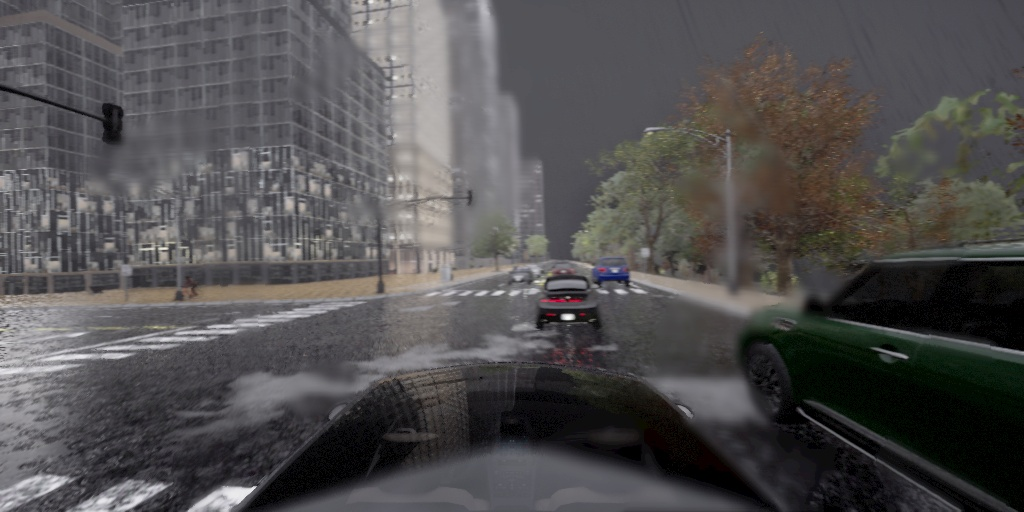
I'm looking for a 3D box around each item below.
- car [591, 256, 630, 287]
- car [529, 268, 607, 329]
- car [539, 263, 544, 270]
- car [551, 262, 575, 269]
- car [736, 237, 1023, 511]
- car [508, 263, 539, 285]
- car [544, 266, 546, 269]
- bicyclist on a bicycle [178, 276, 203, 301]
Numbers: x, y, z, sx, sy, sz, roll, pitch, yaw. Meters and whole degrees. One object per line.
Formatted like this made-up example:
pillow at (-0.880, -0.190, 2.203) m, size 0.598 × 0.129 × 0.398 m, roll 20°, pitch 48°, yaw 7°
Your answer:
car at (6.976, 1.077, 25.673) m, size 2.150 × 2.045 × 5.566 m, roll -2°, pitch -1°, yaw 8°
car at (1.779, 1.348, 11.723) m, size 1.837 × 1.490 × 4.892 m, roll -2°, pitch 0°, yaw 8°
car at (2.156, 1.671, 39.474) m, size 1.812 × 1.442 × 4.674 m, roll -2°, pitch -1°, yaw 8°
car at (4.668, 1.352, 32.697) m, size 2.097 × 1.767 × 4.553 m, roll -2°, pitch -1°, yaw 8°
car at (3.771, 0.882, 2.371) m, size 2.150 × 2.045 × 5.566 m, roll -2°, pitch -1°, yaw 8°
car at (0.812, 1.557, 29.884) m, size 2.128 × 1.511 × 4.902 m, roll -2°, pitch -1°, yaw 8°
car at (3.618, 1.735, 49.626) m, size 1.837 × 1.490 × 4.892 m, roll -2°, pitch -1°, yaw 8°
bicyclist on a bicycle at (-21.502, 2.156, 23.966) m, size 0.582 × 1.620 × 1.656 m, roll -2°, pitch 0°, yaw 8°
